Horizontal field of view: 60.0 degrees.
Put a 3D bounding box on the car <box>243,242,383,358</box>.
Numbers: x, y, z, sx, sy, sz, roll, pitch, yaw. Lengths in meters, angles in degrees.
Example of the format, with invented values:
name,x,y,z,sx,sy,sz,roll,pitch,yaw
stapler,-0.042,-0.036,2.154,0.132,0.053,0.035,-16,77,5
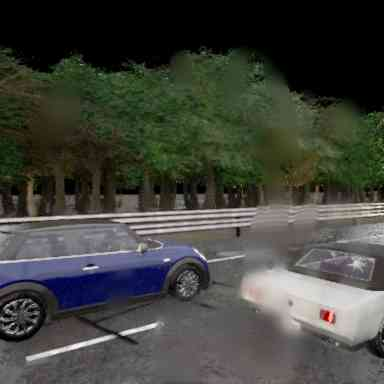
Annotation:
name,x,y,z,sx,sy,sz,roll,pitch,yaw
car,3.241,1.579,5.959,4.718,1.301,1.895,0,0,-35

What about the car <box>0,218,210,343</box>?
name,x,y,z,sx,sy,sz,roll,pitch,yaw
car,-1.820,1.338,6.688,4.553,1.767,2.097,0,0,-35
